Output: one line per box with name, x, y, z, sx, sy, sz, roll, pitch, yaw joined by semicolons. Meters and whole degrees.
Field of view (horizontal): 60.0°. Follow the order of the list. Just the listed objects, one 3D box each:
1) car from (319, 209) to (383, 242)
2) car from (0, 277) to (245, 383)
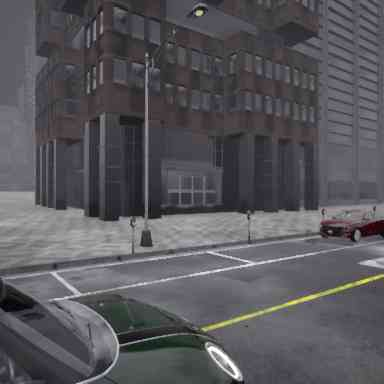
car;8.034;1.545;16.252;4.507;1.381;1.887;0;0;-35
car;-1.729;1.351;2.200;4.553;1.767;2.097;0;0;-35
